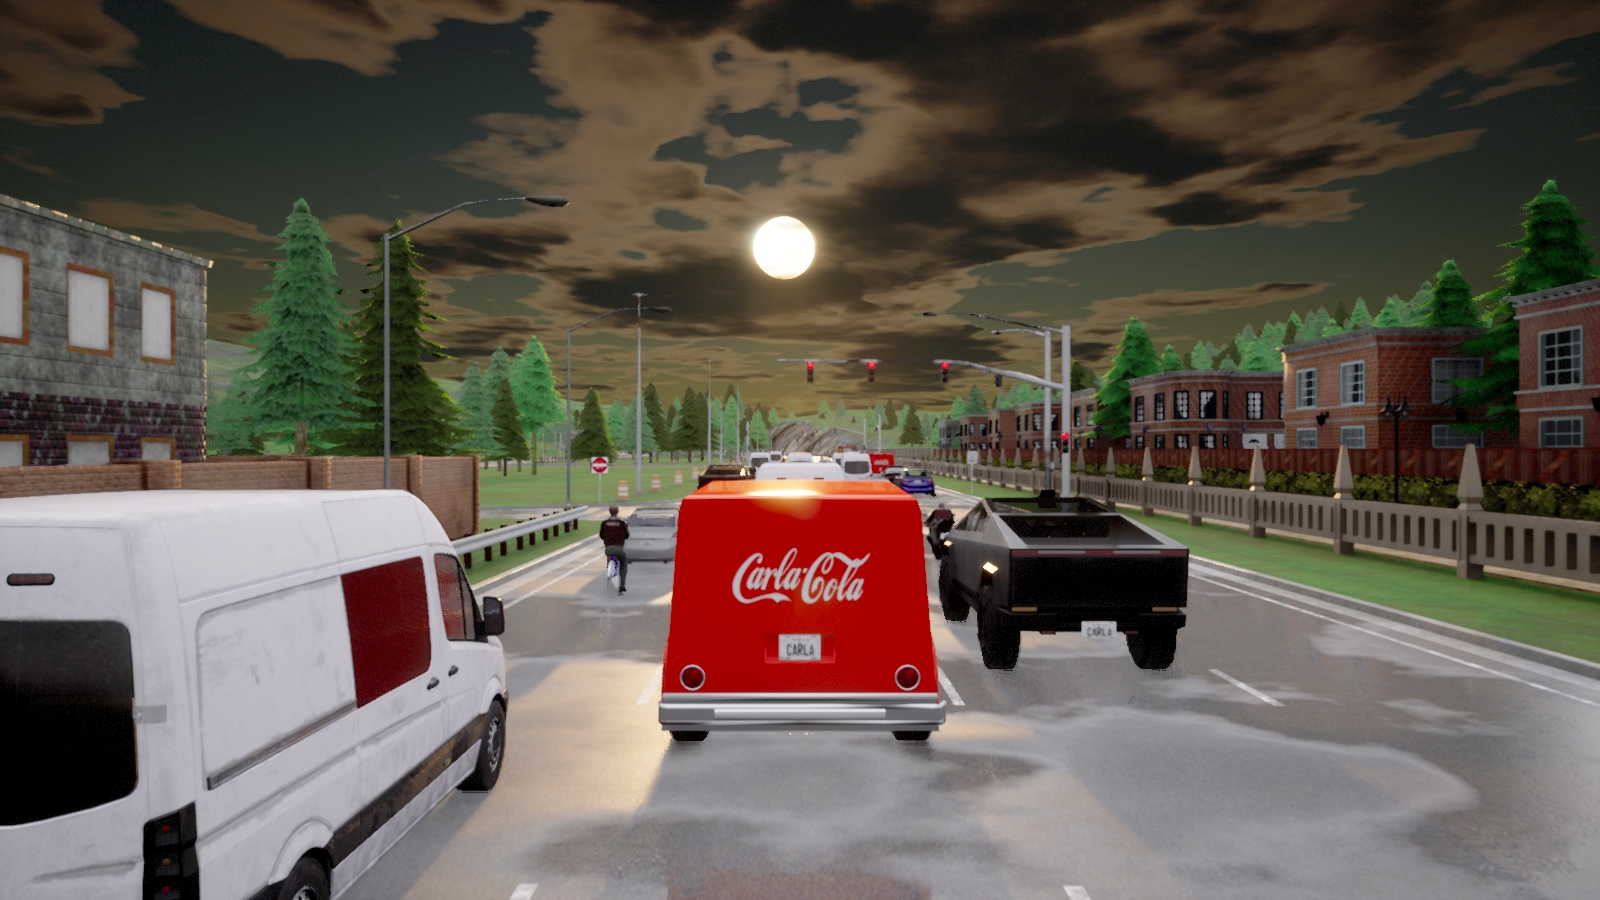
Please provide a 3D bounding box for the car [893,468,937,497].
[{"bbox_3d":[6.999,1.953,69.999,2.242,1.667,4.611,0,0,0],"label":"car"}]

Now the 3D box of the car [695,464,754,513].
[{"bbox_3d":[-3.501,1.743,54.150,2.390,2.098,6.274,0,0,0],"label":"car"}]

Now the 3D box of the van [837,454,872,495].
[{"bbox_3d":[3.495,1.520,73.735,1.988,2.561,5.915,0,0,0],"label":"van"}]

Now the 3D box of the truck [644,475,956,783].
[{"bbox_3d":[0.002,1.566,12.229,2.627,2.467,5.204,0,0,0],"label":"truck"}]

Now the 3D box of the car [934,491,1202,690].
[{"bbox_3d":[3.501,1.750,16.469,2.390,2.098,6.274,0,0,0],"label":"car"}]

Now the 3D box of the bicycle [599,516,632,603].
[{"bbox_3d":[-3.500,2.056,21.765,0.329,1.471,1.835,0,0,0],"label":"bicycle"}]

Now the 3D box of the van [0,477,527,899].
[{"bbox_3d":[-3.502,1.533,7.534,1.988,2.561,5.915,0,0,0],"label":"van"}]

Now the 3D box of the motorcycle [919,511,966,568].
[{"bbox_3d":[3.531,2.199,28.472,0.867,1.251,2.209,0,0,0],"label":"motorcycle"}]

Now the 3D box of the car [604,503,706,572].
[{"bbox_3d":[-3.503,2.113,28.312,1.994,1.385,4.181,0,0,0],"label":"car"}]
